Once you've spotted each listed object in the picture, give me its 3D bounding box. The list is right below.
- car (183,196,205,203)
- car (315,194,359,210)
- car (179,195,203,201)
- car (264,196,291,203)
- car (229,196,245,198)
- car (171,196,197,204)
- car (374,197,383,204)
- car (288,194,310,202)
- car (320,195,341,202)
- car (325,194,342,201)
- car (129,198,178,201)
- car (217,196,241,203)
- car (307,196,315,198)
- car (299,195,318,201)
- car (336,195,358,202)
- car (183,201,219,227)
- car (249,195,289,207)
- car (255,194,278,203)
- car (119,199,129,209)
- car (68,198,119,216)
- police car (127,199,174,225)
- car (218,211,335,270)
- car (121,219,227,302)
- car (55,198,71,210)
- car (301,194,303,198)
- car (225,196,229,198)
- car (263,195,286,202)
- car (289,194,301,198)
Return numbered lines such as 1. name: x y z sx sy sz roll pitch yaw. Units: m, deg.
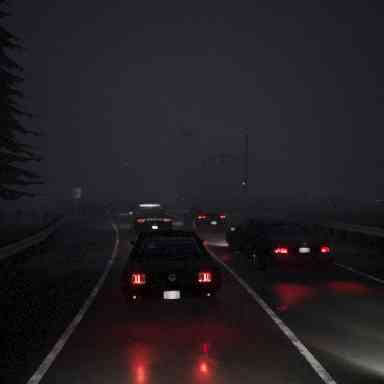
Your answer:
1. car: 0.331 1.552 70.190 4.181 1.385 1.994 0 0 -21
2. car: 18.906 1.351 43.412 4.553 1.767 2.097 0 0 -21
3. car: 0.497 1.564 59.139 4.181 1.385 1.994 0 0 -21
4. car: 17.804 1.540 69.278 5.357 1.411 2.033 0 0 -21
5. car: 10.142 1.505 62.743 4.892 1.490 1.837 0 0 -20
6. car: -1.583 1.491 65.810 4.902 1.511 2.128 0 0 -20
7. car: 30.639 1.491 51.596 4.902 1.511 2.128 0 0 -21
8. car: 24.278 1.355 75.501 4.553 1.767 2.097 0 0 -21
9. car: 33.397 1.525 80.048 4.902 1.511 2.128 0 0 -31
10. car: 37.004 1.325 86.797 4.553 1.767 2.097 0 0 -35
11. car: -4.439 1.529 38.393 4.674 1.442 1.812 0 0 -21
12. car: 7.797 1.524 69.257 4.674 1.442 1.812 0 0 -21
13. car: 27.118 1.478 69.089 5.008 1.535 1.882 0 0 -21
14. car: 28.406 1.552 81.251 4.181 1.385 1.994 0 0 -27
15. car: 36.141 1.540 77.654 5.357 1.411 2.033 0 0 -31
16. car: 0.678 1.526 20.467 1.812 1.442 4.674 0 0 -13
17. car: 11.903 1.547 51.999 5.357 1.411 2.033 0 0 -21
18. car: 16.221 1.355 72.422 4.553 1.767 2.097 0 0 -21
19. car: -8.042 1.552 40.763 5.357 1.411 2.033 0 0 -21
20. car: -9.663 1.570 32.677 4.181 1.385 1.994 0 0 -21
21. police car: -2.267 1.425 17.776 1.930 1.638 5.238 0 0 -13
22. car: 2.542 1.547 11.065 2.033 1.411 5.357 0 0 -8
23. car: -0.601 1.601 8.312 1.895 1.301 4.718 0 0 -6
24. car: -14.700 1.496 42.000 4.902 1.511 2.128 0 0 -21
25. car: 26.909 1.540 72.779 5.357 1.411 2.033 0 0 -23
26. car: 8.974 1.525 66.013 4.674 1.442 1.812 0 0 -20
27. car: 19.140 1.500 77.259 4.892 1.490 1.837 0 0 -21
28. car: 18.669 1.525 65.886 4.674 1.442 1.812 0 0 -20
